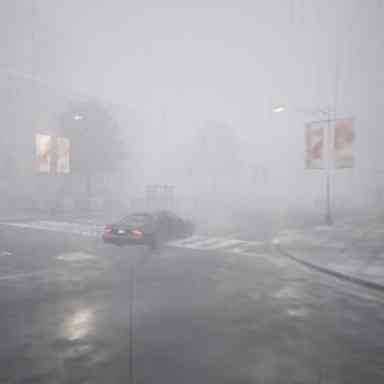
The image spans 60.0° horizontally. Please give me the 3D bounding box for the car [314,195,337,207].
[{"bbox_3d":[20.013,1.473,50.408,1.994,1.385,4.181,0,0,36],"label":"car"}]

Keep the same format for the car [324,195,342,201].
[{"bbox_3d":[34.744,1.382,81.944,4.674,1.452,2.002,0,0,-35],"label":"car"}]

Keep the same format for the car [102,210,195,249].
[{"bbox_3d":[-1.608,1.489,14.410,2.033,1.411,5.357,0,0,22],"label":"car"}]

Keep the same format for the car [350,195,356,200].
[{"bbox_3d":[39.602,1.468,84.982,4.718,1.301,1.895,0,0,-25],"label":"car"}]

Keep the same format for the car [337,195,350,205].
[{"bbox_3d":[25.738,1.258,58.492,2.097,1.767,4.553,0,0,37],"label":"car"}]
